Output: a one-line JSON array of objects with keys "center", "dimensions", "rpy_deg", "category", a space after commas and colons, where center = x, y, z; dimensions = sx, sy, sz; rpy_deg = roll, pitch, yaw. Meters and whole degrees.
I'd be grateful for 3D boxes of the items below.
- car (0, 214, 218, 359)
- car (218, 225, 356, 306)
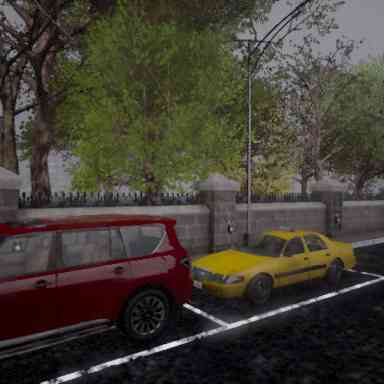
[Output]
[{"center": [-2.293, 1.314, 4.919], "dimensions": [5.009, 1.841, 2.192], "rpy_deg": [0, 0, -35], "category": "car"}, {"center": [2.077, 1.525, 8.038], "dimensions": [4.829, 1.417, 1.752], "rpy_deg": [0, 0, -35], "category": "car"}]
